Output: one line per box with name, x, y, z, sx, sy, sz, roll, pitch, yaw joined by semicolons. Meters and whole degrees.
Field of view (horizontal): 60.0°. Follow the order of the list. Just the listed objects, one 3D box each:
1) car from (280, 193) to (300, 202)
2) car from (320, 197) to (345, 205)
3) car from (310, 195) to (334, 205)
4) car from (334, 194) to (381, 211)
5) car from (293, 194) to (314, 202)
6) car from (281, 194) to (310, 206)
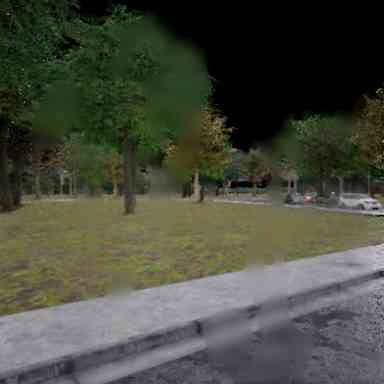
car;20.710;1.210;70.731;2.097;1.767;4.553;0;0;-12
car;25.981;1.637;61.693;1.895;1.301;4.718;0;0;-12
car;22.885;1.574;60.634;2.033;1.411;5.357;0;0;-12
car;20.411;1.215;40.818;2.150;2.045;5.566;0;0;-12
car;23.887;1.220;71.415;2.097;1.767;4.553;0;0;-12
car;17.187;1.358;55.936;2.097;1.767;4.553;0;0;-12
